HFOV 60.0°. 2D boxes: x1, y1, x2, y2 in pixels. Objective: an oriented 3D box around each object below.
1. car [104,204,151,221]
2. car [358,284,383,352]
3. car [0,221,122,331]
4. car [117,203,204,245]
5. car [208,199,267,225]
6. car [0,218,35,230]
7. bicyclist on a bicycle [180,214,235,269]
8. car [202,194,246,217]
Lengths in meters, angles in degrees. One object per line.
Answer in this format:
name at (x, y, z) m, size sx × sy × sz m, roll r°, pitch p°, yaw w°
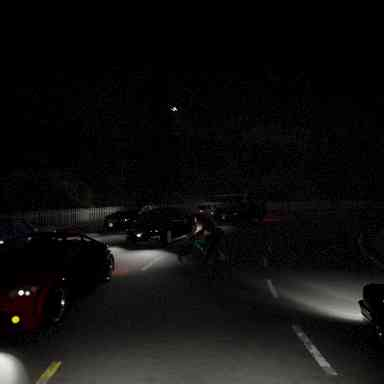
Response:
car at (-3.226, 1.491, 19.919) m, size 2.128 × 1.511 × 4.902 m, roll 0°, pitch 0°, yaw 27°
car at (3.425, 1.547, 2.889) m, size 2.033 × 1.411 × 5.357 m, roll 0°, pitch 0°, yaw 5°
car at (-3.125, 1.564, 6.936) m, size 1.994 × 1.385 × 4.181 m, roll 0°, pitch 0°, yaw 6°
car at (-1.260, 1.505, 15.702) m, size 1.837 × 1.490 × 4.892 m, roll 0°, pitch 0°, yaw 22°
car at (3.709, 1.491, 24.466) m, size 2.128 × 1.511 × 4.902 m, roll 0°, pitch 0°, yaw 40°
car at (-6.287, 1.547, 10.286) m, size 2.033 × 1.411 × 5.357 m, roll 0°, pitch 0°, yaw 9°
bicyclist on a bicycle at (0.418, 1.455, 9.730) m, size 1.656 × 1.620 × 0.582 m, roll -2°, pitch 0°, yaw 10°
car at (2.661, 1.221, 28.598) m, size 2.150 × 2.045 × 5.566 m, roll 0°, pitch 0°, yaw 44°
